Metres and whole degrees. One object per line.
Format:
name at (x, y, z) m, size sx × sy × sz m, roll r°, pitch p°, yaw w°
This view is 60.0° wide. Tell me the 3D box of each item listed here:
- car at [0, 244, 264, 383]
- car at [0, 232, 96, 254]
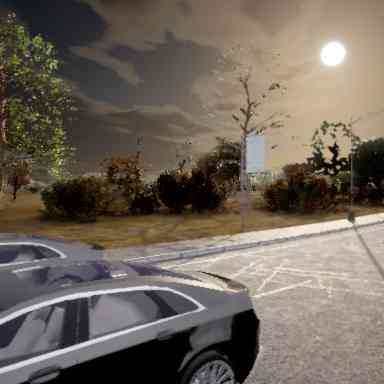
car at (-1.485, 1.495, 3.016) m, size 4.902 × 1.511 × 2.128 m, roll 0°, pitch 0°, yaw -36°
car at (-3.832, 1.502, 5.638) m, size 4.902 × 1.511 × 2.128 m, roll 0°, pitch 0°, yaw -36°
